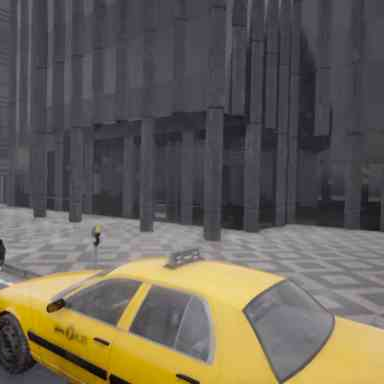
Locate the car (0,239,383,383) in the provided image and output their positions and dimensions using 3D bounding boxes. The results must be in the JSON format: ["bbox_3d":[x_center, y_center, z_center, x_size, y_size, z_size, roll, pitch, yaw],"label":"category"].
[{"bbox_3d":[-0.330,1.391,3.674,5.366,1.575,1.801,2,1,35],"label":"car"}]
